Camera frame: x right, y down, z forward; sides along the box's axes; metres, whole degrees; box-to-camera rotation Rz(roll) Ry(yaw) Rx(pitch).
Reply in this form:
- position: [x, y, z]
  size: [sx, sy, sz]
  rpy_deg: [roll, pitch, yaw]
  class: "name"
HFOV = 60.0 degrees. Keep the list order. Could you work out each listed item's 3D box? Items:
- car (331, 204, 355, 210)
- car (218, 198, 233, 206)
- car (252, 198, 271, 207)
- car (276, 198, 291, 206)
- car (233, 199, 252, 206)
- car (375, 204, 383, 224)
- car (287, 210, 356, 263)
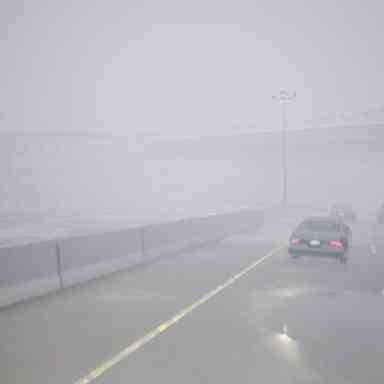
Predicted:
- position: [12.670, 1.728, 27.976]
  size: [1.994, 1.385, 4.181]
  rpy_deg: [0, 0, 27]
  class: "car"
- position: [6.531, 1.821, 62.911]
  size: [1.882, 1.535, 5.008]
  rpy_deg: [0, 0, 27]
  class: "car"
- position: [12.982, 1.827, 60.179]
  size: [2.128, 1.511, 4.902]
  rpy_deg: [0, 0, 27]
  class: "car"
- position: [16.189, 1.835, 58.781]
  size: [1.837, 1.490, 4.892]
  rpy_deg: [0, 0, 27]
  class: "car"
- position: [9.758, 1.903, 61.547]
  size: [1.994, 1.385, 4.181]
  rpy_deg: [0, 0, 27]
  class: "car"
- position: [15.738, 1.664, 26.285]
  size: [1.837, 1.490, 4.892]
  rpy_deg: [0, 0, 27]
  class: "car"
- position: [4.911, 1.620, 12.466]
  size: [2.033, 1.411, 5.357]
  rpy_deg: [0, 0, 27]
  class: "car"
